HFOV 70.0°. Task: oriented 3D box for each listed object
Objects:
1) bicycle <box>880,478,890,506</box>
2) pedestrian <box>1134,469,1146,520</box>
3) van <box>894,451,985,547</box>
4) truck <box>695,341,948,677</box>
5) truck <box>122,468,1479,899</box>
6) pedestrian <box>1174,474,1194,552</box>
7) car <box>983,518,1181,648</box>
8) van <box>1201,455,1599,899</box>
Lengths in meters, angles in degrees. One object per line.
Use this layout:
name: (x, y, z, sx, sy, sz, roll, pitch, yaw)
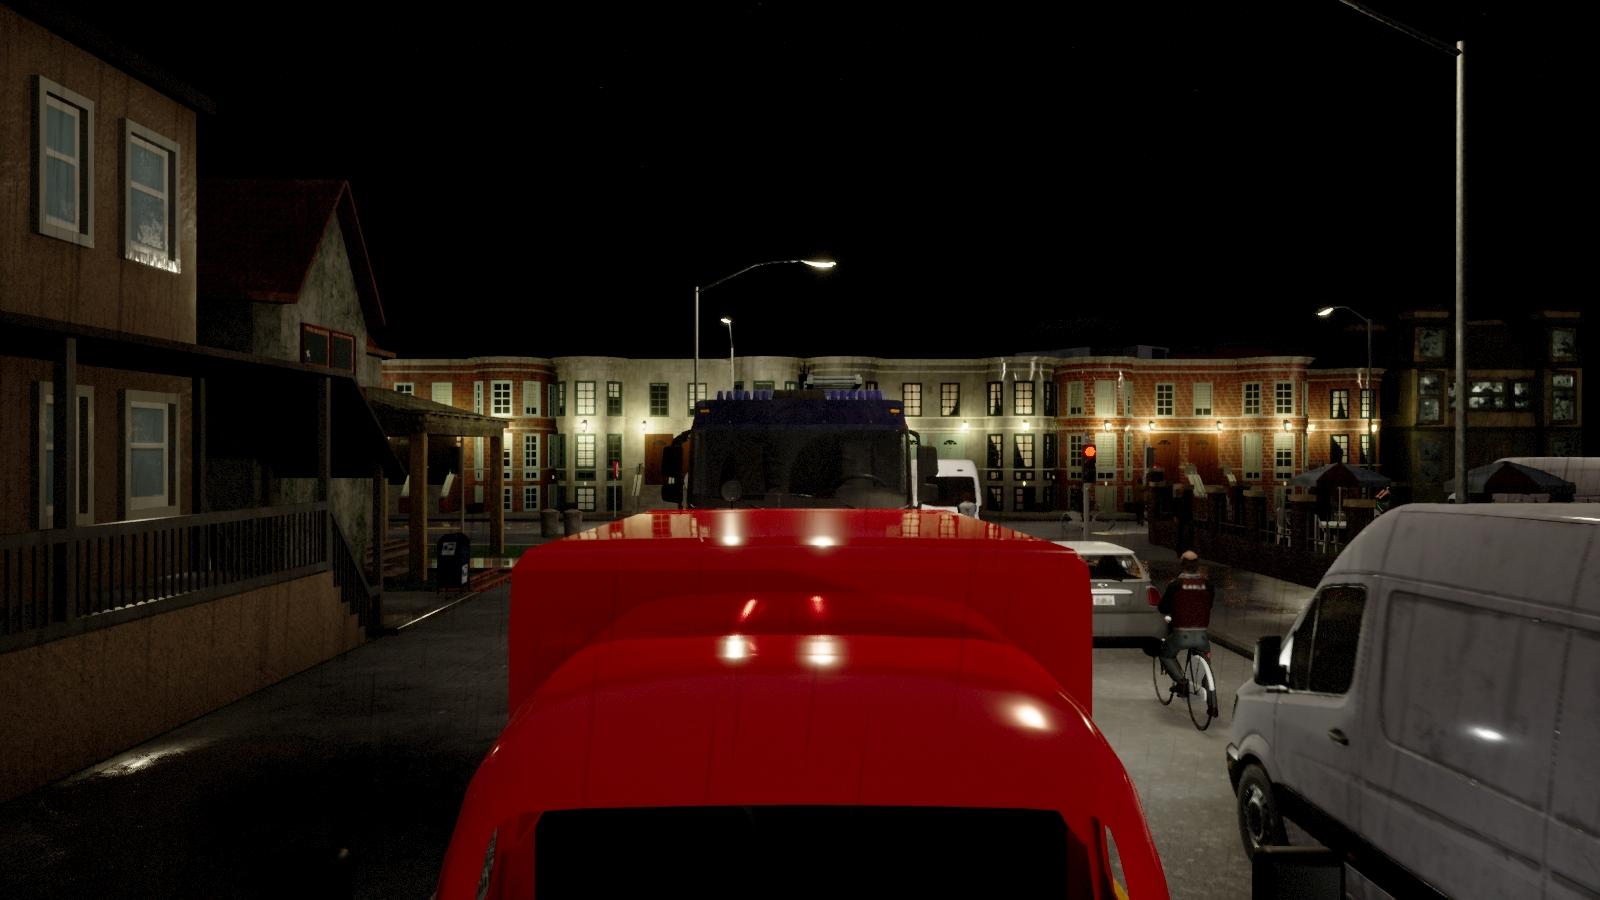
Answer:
bicycle: (4.005, 1.963, 53.762, 0.329, 1.271, 1.835, 0, 0, 0)
pedestrian: (12.570, 1.647, 42.260, 0.375, 1.860, 0.375, 0, 0, 8)
van: (4.014, 1.330, 33.819, 1.988, 2.561, 5.915, 0, 0, 0)
truck: (0.275, 0.678, 17.256, 2.891, 3.827, 8.468, 0, 0, 0)
truck: (-0.002, 1.351, 4.813, 2.627, 2.467, 5.204, 0, 0, 0)
pedestrian: (9.355, 1.530, 27.835, 0.375, 1.860, 0.375, 0, 0, -1)
car: (3.996, 1.852, 16.834, 1.970, 1.475, 3.806, 0, 0, 0)
van: (4.008, 1.318, 5.637, 1.988, 2.561, 5.915, 0, 0, 0)
